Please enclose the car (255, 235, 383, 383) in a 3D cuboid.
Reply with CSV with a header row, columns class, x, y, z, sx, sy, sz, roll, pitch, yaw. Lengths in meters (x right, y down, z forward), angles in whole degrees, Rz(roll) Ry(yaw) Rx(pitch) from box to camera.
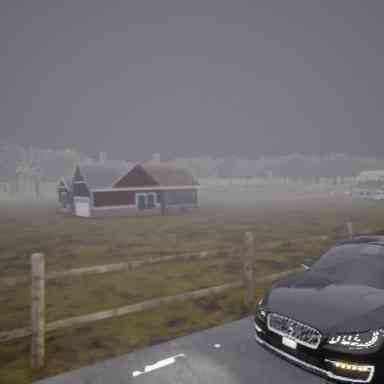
class,x,y,z,sx,sy,sz,roll,pitch,yaw
car,3.112,1.509,5.291,4.892,1.490,1.837,0,0,-36
